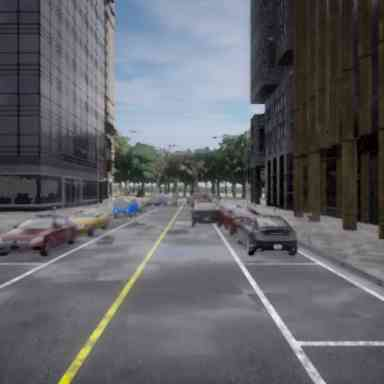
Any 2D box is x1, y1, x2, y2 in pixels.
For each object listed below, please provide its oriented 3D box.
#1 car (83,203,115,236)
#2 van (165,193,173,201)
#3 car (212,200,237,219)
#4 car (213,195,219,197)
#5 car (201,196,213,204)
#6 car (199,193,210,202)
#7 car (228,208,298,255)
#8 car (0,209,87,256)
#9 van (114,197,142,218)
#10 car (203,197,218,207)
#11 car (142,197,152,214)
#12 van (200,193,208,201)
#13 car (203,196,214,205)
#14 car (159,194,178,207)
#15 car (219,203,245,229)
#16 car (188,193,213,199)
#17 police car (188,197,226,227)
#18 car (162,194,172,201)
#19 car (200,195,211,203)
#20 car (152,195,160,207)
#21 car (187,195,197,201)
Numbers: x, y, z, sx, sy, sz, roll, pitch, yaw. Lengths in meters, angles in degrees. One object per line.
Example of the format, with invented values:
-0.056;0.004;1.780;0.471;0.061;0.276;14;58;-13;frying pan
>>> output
-5.765;1.494;18.158;1.752;1.417;4.829;0;0;0;car
-5.771;1.221;83.579;1.690;1.788;3.998;0;0;0;van
2.760;1.475;29.374;1.752;1.417;4.829;0;0;0;car
2.759;1.458;40.249;1.752;1.417;4.829;0;0;0;car
2.757;1.448;61.830;1.887;1.381;4.507;0;0;0;car
2.755;1.205;72.704;2.192;1.841;5.009;0;0;0;car
2.761;1.527;12.891;2.008;1.369;4.403;0;0;0;car
-5.764;1.559;12.891;1.802;1.307;4.206;0;0;0;car
-5.766;1.291;29.203;1.690;1.788;3.998;0;0;0;van
2.758;1.468;50.954;2.008;1.369;4.403;0;0;0;car
-5.766;1.492;34.641;2.008;1.369;4.403;0;0;0;car
2.755;1.226;78.142;1.690;1.788;3.998;0;0;0;van
2.757;1.435;56.562;1.752;1.417;4.829;0;0;0;car
-3.086;1.411;48.325;2.128;1.511;4.902;0;0;0;car
2.760;1.512;18.329;1.887;1.381;4.507;0;0;0;car
0.861;1.158;38.498;2.150;2.045;5.566;0;0;0;car
0.898;1.386;22.581;1.930;1.638;5.238;0;0;0;police car
-5.770;1.325;78.141;1.967;1.590;4.097;0;0;0;car
2.756;1.337;67.267;1.967;1.590;4.097;0;0;0;car
-5.768;1.483;50.954;1.947;1.339;4.313;0;0;0;car
-0.006;1.323;73.658;1.994;1.385;4.181;0;0;0;car
